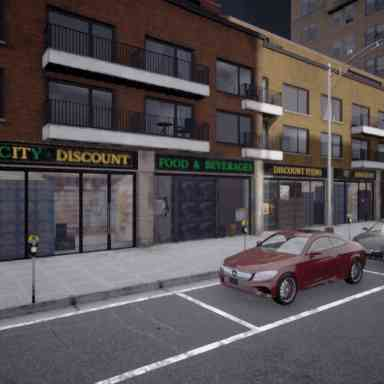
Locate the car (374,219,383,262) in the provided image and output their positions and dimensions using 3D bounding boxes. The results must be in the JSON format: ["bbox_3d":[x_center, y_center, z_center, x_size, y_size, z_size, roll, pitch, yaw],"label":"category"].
[{"bbox_3d":[7.051,1.550,11.202,4.403,1.369,2.008,0,0,-35],"label":"car"}]

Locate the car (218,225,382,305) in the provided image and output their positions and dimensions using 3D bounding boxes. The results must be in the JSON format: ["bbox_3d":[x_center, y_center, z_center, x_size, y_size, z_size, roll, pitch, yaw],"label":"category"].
[{"bbox_3d":[2.554,1.582,8.002,4.206,1.307,1.802,0,0,-35],"label":"car"}]
